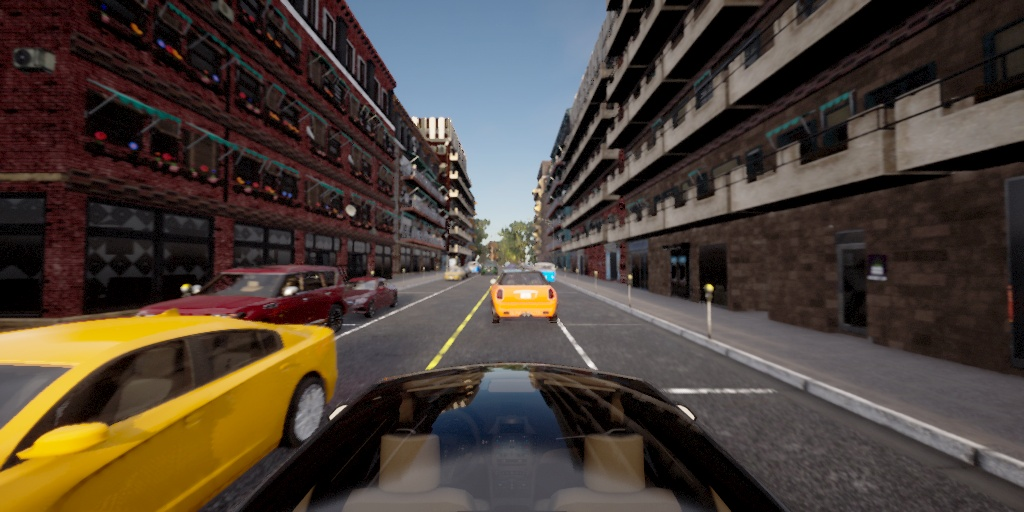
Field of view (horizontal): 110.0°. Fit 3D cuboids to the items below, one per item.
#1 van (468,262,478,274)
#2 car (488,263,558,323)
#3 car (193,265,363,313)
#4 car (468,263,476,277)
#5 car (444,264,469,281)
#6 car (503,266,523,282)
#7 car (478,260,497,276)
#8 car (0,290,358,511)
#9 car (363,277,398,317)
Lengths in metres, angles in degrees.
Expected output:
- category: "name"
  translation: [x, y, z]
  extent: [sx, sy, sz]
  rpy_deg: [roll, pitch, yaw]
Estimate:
- category: "van"
  translation: [-5.709, 1.773, 52.902]
  extent: [1.690, 1.789, 3.998]
  rpy_deg: [0, 0, 0]
- category: "car"
  translation: [0.291, 1.252, 13.023]
  extent: [2.097, 1.767, 4.553]
  rpy_deg: [0, -1, -4]
- category: "car"
  translation: [-5.692, 1.153, 8.337]
  extent: [2.192, 1.841, 5.009]
  rpy_deg: [0, 0, 0]
- category: "car"
  translation: [-5.705, 1.849, 41.761]
  extent: [1.948, 1.339, 4.313]
  rpy_deg: [0, 0, 0]
- category: "car"
  translation: [-5.702, 1.734, 36.020]
  extent: [1.751, 1.417, 4.829]
  rpy_deg: [0, 0, 0]
- category: "car"
  translation: [0.087, 1.734, 36.132]
  extent: [1.812, 1.442, 4.674]
  rpy_deg: [0, -1, 0]
- category: "car"
  translation: [-3.019, 1.603, 49.440]
  extent: [2.150, 2.045, 5.566]
  rpy_deg: [0, -1, 0]
- category: "car"
  translation: [-3.102, 1.237, 2.427]
  extent: [1.882, 1.535, 5.008]
  rpy_deg: [0, -1, 0]
- category: "car"
  translation: [-5.694, 1.494, 13.908]
  extent: [1.802, 1.307, 4.207]
  rpy_deg: [0, 0, 0]
